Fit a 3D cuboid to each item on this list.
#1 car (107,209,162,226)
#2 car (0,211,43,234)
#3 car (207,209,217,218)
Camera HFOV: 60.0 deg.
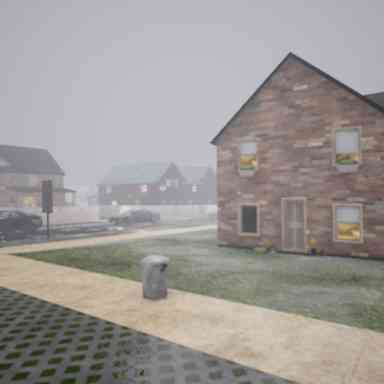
[{"bbox_3d":[-5.029,2.247,30.074,2.033,1.411,5.357,-1,-2,35],"label":"car"},{"bbox_3d":[-11.739,1.908,20.513,2.128,1.511,4.902,-1,-2,35],"label":"car"},{"bbox_3d":[3.909,2.698,42.767,1.895,1.301,4.718,-1,-2,35],"label":"car"}]
